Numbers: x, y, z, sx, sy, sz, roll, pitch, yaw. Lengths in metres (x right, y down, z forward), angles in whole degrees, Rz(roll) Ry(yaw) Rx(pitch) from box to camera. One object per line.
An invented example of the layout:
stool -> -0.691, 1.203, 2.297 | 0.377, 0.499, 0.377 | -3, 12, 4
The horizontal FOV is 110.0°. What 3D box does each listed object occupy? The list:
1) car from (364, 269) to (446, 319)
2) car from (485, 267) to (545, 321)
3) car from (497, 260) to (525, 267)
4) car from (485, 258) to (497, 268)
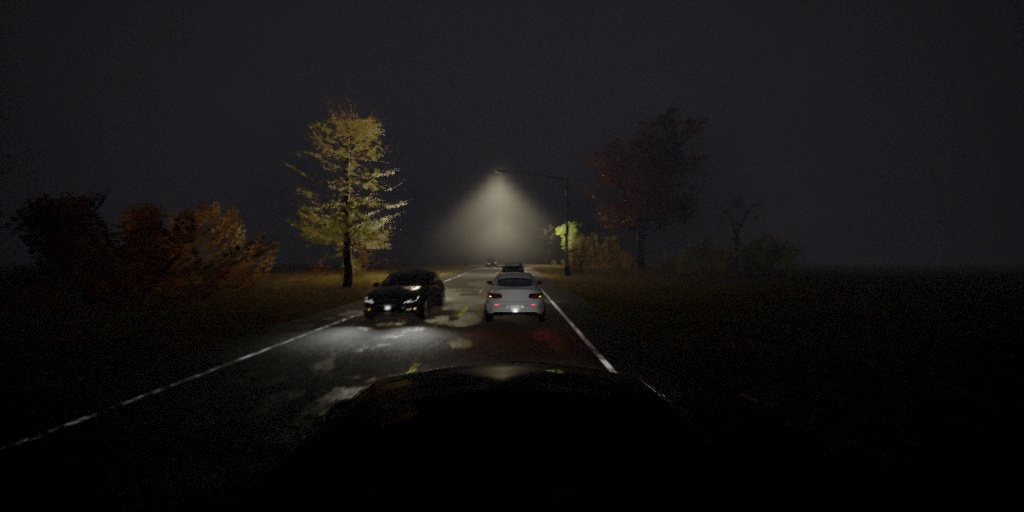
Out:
car -> -3.604, 1.254, 12.807 | 1.837, 1.490, 4.892 | 0, 0, 0
car -> 0.094, 1.275, 12.346 | 1.812, 1.442, 4.674 | 0, 0, 0
car -> 0.089, 1.235, 30.232 | 2.128, 1.511, 4.902 | 0, 0, 0
car -> -3.529, 1.075, 61.892 | 2.097, 1.767, 4.553 | 0, 0, 0
